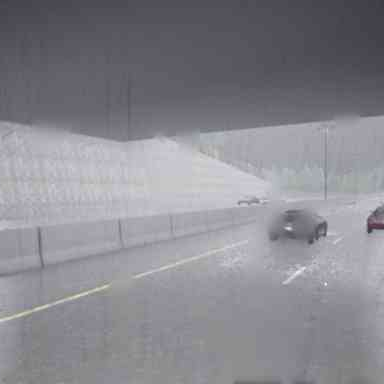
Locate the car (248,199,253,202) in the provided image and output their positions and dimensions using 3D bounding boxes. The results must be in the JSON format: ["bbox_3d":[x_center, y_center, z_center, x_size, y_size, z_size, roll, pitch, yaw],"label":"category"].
[{"bbox_3d":[8.285,1.147,47.802,2.033,1.411,5.357,0,0,32],"label":"car"}]

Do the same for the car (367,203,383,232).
[{"bbox_3d":[11.399,1.545,19.374,1.994,1.385,4.181,0,0,32],"label":"car"}]

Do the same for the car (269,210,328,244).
[{"bbox_3d":[5.192,1.546,15.984,1.994,1.385,4.181,0,0,31],"label":"car"}]

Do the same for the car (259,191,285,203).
[{"bbox_3d":[11.246,0.898,45.935,2.150,2.045,5.566,0,0,32],"label":"car"}]
